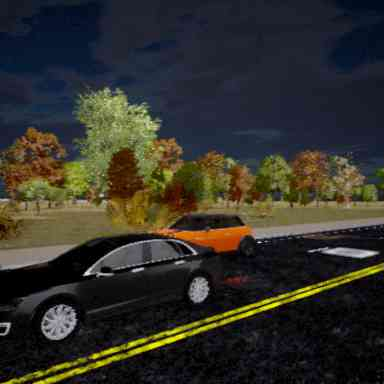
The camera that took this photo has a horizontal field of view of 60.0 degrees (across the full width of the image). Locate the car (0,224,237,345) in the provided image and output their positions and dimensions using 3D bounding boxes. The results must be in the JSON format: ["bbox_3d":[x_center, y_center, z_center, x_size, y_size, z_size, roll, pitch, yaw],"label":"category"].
[{"bbox_3d":[-1.497,1.641,6.752,4.892,1.490,1.837,1,-1,-40],"label":"car"}]

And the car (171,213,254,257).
[{"bbox_3d":[0.241,1.606,12.460,4.553,1.767,2.097,1,-1,-40],"label":"car"}]
